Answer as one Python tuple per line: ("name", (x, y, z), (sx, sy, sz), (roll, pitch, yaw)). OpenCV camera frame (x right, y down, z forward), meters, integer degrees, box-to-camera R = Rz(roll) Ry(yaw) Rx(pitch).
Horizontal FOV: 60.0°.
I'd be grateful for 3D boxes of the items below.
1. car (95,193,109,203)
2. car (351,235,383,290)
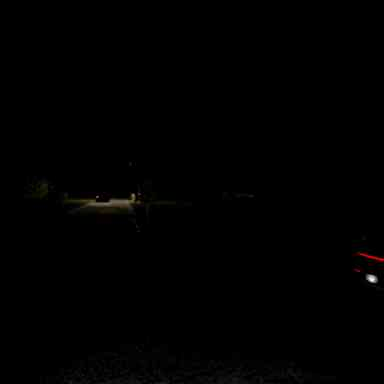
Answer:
("car", (-15.096, 0.907, 56.239), (2.097, 1.767, 4.553), (2, 0, -12))
("car", (6.029, 1.581, 7.574), (4.892, 1.490, 1.837), (1, 0, -17))
